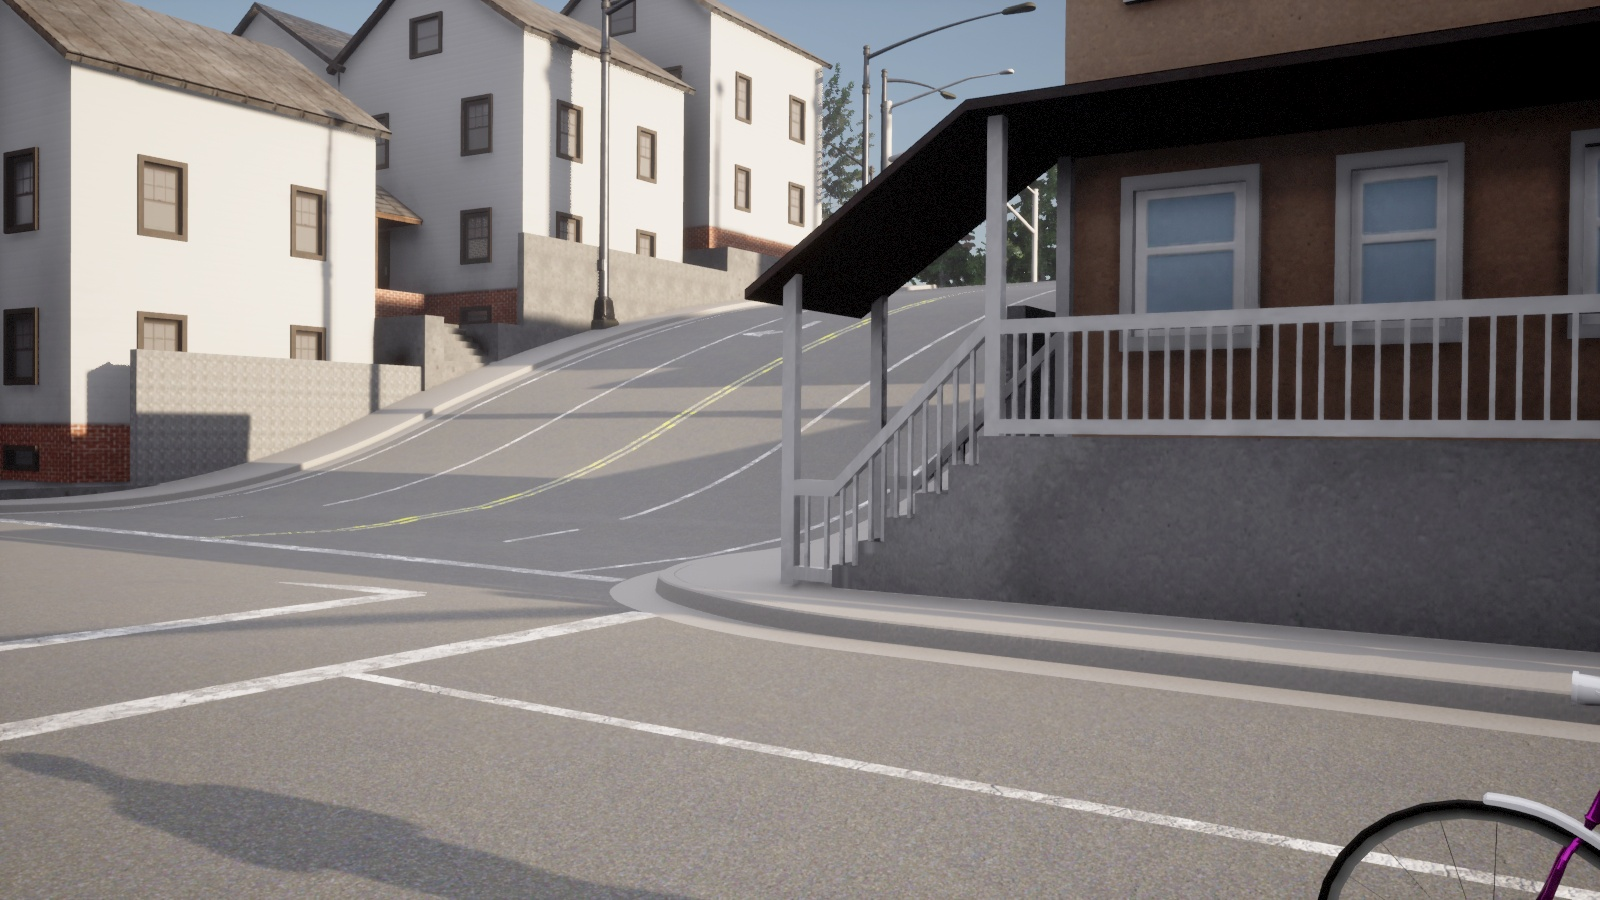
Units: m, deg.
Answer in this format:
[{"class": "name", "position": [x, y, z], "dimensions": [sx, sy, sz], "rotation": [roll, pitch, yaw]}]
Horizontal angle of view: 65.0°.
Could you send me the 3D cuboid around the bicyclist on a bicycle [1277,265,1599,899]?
[{"class": "bicyclist on a bicycle", "position": [1.928, 0.552, 2.340], "dimensions": [1.843, 1.776, 0.659], "rotation": [0, 1, 34]}]
